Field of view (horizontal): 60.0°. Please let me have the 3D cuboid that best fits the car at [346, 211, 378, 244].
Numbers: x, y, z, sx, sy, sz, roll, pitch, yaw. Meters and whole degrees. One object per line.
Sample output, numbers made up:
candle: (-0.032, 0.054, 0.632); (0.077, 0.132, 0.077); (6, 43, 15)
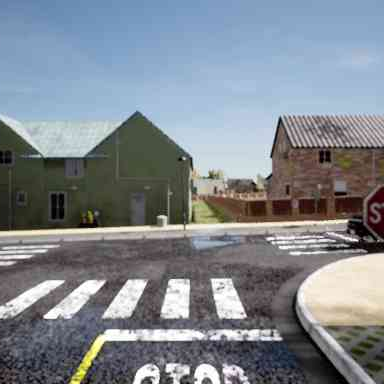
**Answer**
car: (7.976, 1.093, 11.611); (4.902, 1.511, 2.128); (-2, -1, -3)
